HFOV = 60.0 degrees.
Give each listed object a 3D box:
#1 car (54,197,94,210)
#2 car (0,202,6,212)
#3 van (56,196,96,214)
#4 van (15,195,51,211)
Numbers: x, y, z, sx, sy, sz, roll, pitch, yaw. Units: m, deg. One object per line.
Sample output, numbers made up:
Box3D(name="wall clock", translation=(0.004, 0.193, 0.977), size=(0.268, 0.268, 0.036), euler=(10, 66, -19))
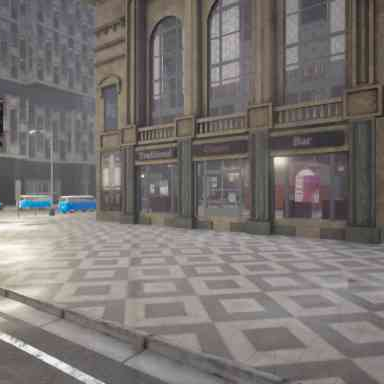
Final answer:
Box3D(name="car", translation=(-15.375, 1.466, 43.544), size=(1.752, 1.417, 4.829), euler=(0, 0, 36))
Box3D(name="car", translation=(-21.822, 1.513, 34.550), size=(2.008, 1.369, 4.403), euler=(0, 0, 36))
Box3D(name="van", translation=(-11.619, 1.282, 34.150), size=(1.690, 1.788, 3.998), euler=(0, 0, 36))
Box3D(name="van", translation=(-18.549, 1.292, 39.116), size=(1.690, 1.788, 3.998), euler=(0, 0, 36))
